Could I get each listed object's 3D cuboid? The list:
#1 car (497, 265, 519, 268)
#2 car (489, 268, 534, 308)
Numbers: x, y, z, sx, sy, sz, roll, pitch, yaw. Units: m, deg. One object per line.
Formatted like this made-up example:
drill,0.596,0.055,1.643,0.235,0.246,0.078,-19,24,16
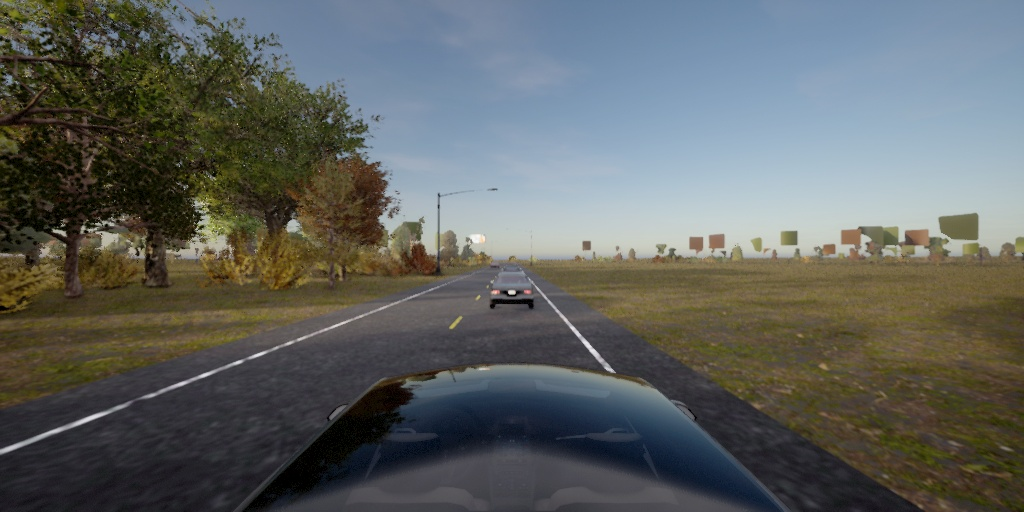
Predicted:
car,-0.009,1.588,31.192,1.994,1.385,4.181,0,0,0
car,-0.006,1.428,15.843,2.033,1.411,5.357,0,-1,0
